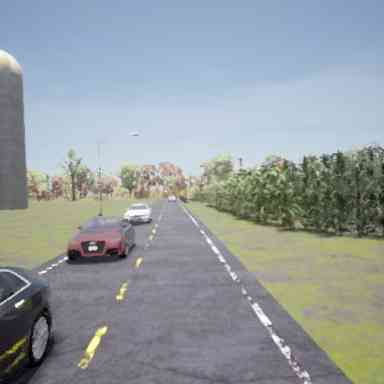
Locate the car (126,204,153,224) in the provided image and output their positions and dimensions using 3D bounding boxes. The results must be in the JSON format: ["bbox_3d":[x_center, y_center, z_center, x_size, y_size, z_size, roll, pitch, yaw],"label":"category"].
[{"bbox_3d":[-4.120,1.659,26.167,1.812,1.442,4.674,-2,0,-3],"label":"car"}]

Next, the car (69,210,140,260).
[{"bbox_3d":[-3.382,1.680,13.032,1.994,1.385,4.181,-2,0,-3],"label":"car"}]

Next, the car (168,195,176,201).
[{"bbox_3d":[-5.407,1.530,88.652,2.128,1.511,4.902,-2,0,-4],"label":"car"}]

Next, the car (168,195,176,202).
[{"bbox_3d":[-4.721,1.624,78.398,1.812,1.442,4.674,-2,0,-4],"label":"car"}]

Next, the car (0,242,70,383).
[{"bbox_3d":[-2.893,1.611,3.070,1.837,1.490,4.892,-2,0,-3],"label":"car"}]
